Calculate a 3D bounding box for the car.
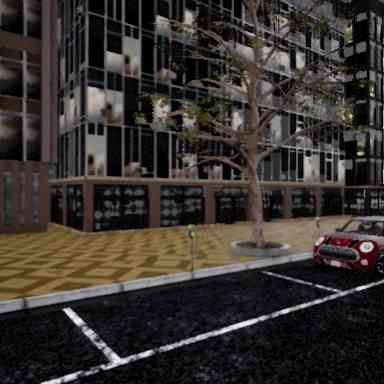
[{"bbox_3d":[5.719,1.529,10.647,4.097,1.590,1.967,1,-1,-36],"label":"car"}]
